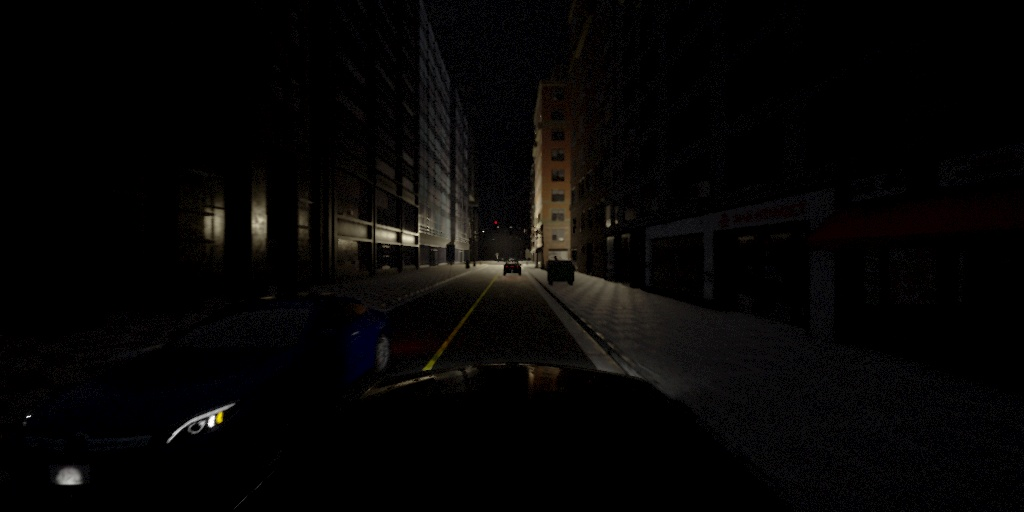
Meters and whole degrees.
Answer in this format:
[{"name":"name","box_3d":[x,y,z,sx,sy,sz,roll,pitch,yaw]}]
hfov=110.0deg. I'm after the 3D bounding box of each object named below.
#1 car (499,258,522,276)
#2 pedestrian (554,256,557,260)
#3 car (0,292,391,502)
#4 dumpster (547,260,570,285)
[{"name":"car","box_3d":[0.037,1.226,36.819,2.128,1.511,4.902,0,0,0]},{"name":"pedestrian","box_3d":[3.132,0.884,25.677,0.375,1.860,0.375,0,0,-10]},{"name":"car","box_3d":[-3.101,1.275,4.843,1.812,1.442,4.674,0,0,0]},{"name":"dumpster","box_3d":[3.133,1.139,24.310,1.020,1.700,1.940,0,0,0]}]
